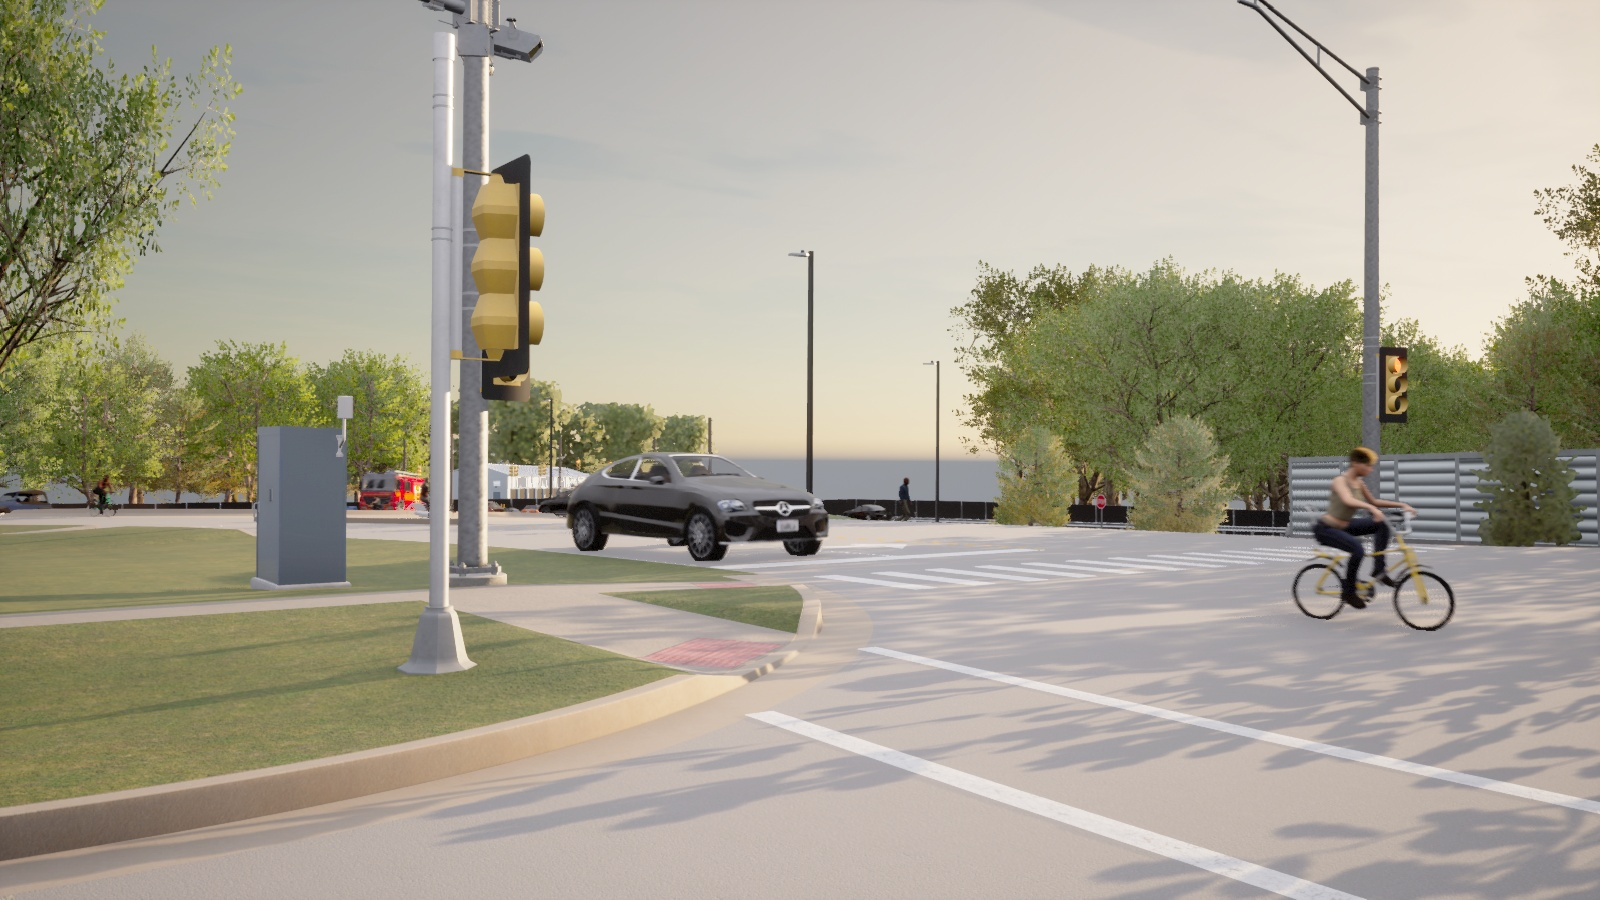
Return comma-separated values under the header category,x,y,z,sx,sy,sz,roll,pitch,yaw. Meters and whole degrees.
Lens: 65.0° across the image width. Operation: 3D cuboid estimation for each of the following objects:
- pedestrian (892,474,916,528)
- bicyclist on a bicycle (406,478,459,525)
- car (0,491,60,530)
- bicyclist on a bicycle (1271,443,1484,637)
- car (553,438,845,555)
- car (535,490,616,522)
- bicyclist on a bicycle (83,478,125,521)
category,x,y,z,sx,sy,sz,roll,pitch,yaw
pedestrian,3.611,1.759,43.529,0.726,1.835,0.370,0,0,23
bicyclist on a bicycle,-14.431,2.025,49.295,1.843,1.776,0.659,2,-2,-31
car,-42.312,3.287,67.599,1.905,1.878,3.866,-7,-7,21
bicyclist on a bicycle,5.178,0.755,11.313,0.866,1.612,1.509,1,-1,-39
car,-1.765,0.705,20.231,2.152,1.651,5.027,0,-1,-40
car,-15.011,3.710,83.715,5.566,2.045,2.150,-2,-1,39
bicyclist on a bicycle,-26.516,1.885,47.837,1.656,1.620,0.582,-1,-3,29
